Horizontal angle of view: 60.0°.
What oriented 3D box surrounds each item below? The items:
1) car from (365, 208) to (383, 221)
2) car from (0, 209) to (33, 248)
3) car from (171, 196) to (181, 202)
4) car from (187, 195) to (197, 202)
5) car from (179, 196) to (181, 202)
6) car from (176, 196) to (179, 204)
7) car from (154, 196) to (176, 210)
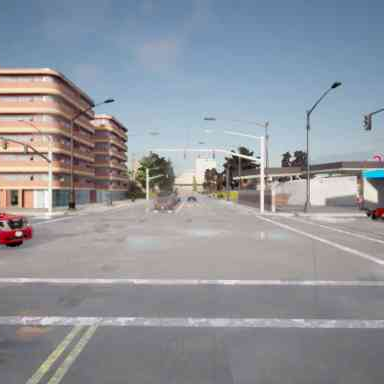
[{"bbox_3d":[16.531,1.599,26.529,4.718,1.301,1.895,0,0,1],"label":"car"},{"bbox_3d":[-8.991,1.173,12.765,5.566,2.045,2.150,0,0,13],"label":"car"},{"bbox_3d":[-3.510,1.589,74.604,1.895,1.301,4.718,0,0,0],"label":"car"},{"bbox_3d":[-0.010,1.333,70.903,1.812,1.442,4.674,0,0,0],"label":"car"},{"bbox_3d":[-3.562,1.498,62.780,1.837,1.490,4.892,0,1,0],"label":"car"},{"bbox_3d":[-3.590,1.597,52.817,1.895,1.301,4.718,0,0,0],"label":"car"},{"bbox_3d":[-3.592,1.349,42.788,2.097,1.767,4.553,0,0,0],"label":"car"}]
